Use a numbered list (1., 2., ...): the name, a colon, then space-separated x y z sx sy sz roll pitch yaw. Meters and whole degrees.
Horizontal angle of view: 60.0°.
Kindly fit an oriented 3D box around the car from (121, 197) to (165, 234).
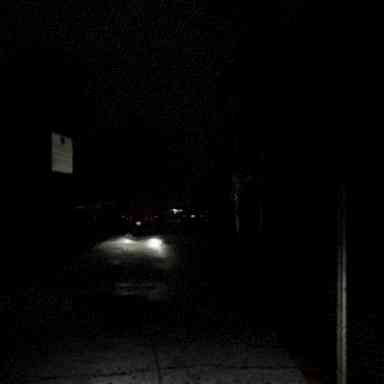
1. car: -2.890 1.359 20.711 2.150 2.045 5.566 0 -1 0

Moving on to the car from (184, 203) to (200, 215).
1. car: 0.030 2.103 41.910 1.895 1.301 4.718 0 -1 0

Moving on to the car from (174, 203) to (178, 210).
1. car: -2.168 2.605 61.874 1.895 1.301 4.718 0 -2 5

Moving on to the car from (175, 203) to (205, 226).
1. car: 0.044 1.746 25.336 2.033 1.411 5.357 0 -1 0
